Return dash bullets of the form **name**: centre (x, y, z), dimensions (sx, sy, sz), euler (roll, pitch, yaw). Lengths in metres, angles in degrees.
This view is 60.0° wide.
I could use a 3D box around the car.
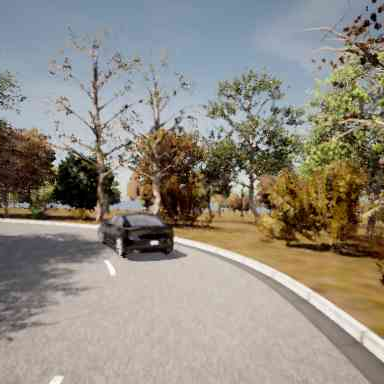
- **car**: centre (-2.414, 1.551, 13.496), dimensions (1.882, 1.535, 5.008), euler (2, 0, -28)
